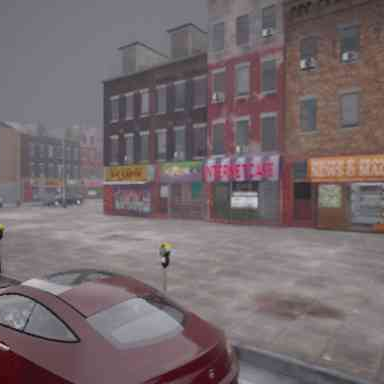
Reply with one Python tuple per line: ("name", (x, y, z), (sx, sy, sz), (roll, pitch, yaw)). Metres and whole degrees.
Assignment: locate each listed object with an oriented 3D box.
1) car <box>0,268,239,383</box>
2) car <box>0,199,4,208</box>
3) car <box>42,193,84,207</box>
("car", (-1.497, 1.582, 3.873), (4.206, 1.307, 1.802), (0, 0, 36))
("car", (-20.409, 1.131, 31.501), (1.812, 1.442, 4.674), (0, 2, 37))
("car", (-15.066, 0.871, 39.026), (1.837, 1.490, 4.892), (0, 2, 35))
